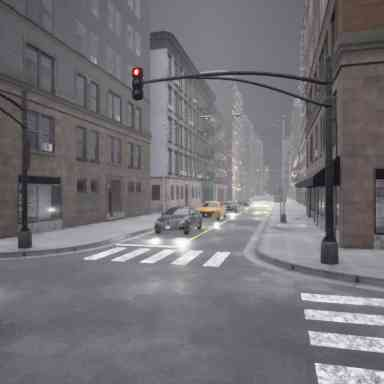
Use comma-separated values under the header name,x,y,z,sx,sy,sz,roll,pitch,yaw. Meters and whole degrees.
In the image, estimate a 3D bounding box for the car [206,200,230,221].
name,x,y,z,sx,sy,sz,roll,pitch,yaw
car,1.728,1.521,28.420,1.882,1.535,5.008,0,0,15

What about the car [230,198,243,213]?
name,x,y,z,sx,sy,sz,roll,pitch,yaw
car,4.309,1.618,38.110,1.994,1.385,4.181,0,0,15

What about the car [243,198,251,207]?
name,x,y,z,sx,sy,sz,roll,pitch,yaw
car,8.326,1.674,52.944,2.033,1.411,5.357,0,0,15

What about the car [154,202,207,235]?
name,x,y,z,sx,sy,sz,roll,pitch,yaw
car,-0.653,1.560,19.434,1.812,1.442,4.674,0,0,15
